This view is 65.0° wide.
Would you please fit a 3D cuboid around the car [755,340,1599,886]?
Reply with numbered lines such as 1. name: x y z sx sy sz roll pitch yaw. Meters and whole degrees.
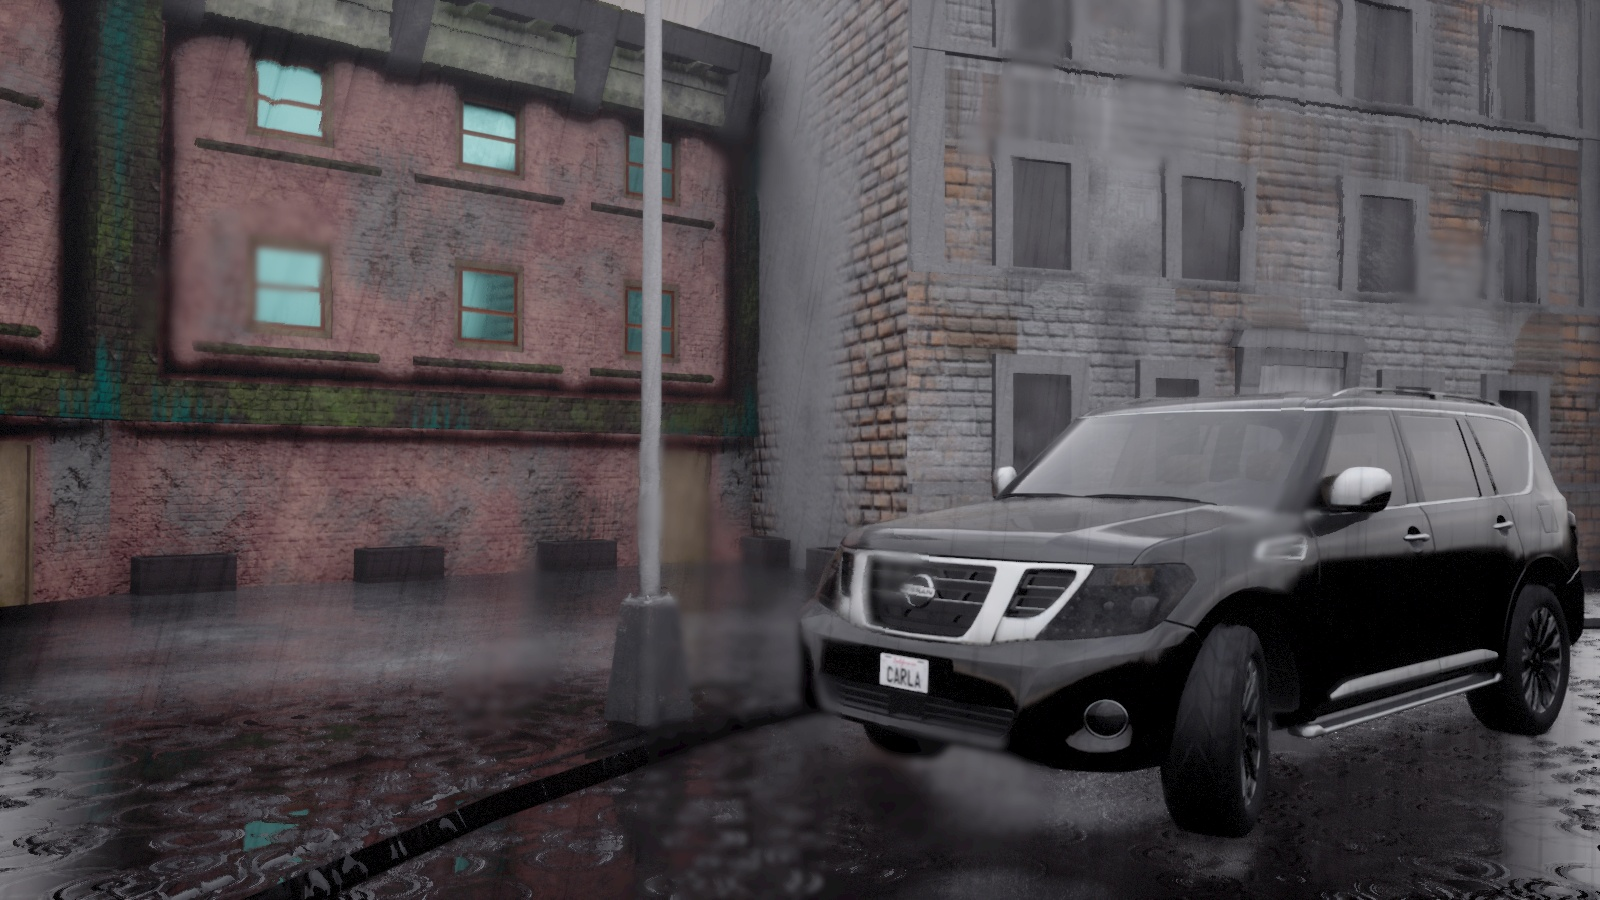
1. car: 2.598 0.641 7.323 5.566 2.045 2.150 1 -1 -40
